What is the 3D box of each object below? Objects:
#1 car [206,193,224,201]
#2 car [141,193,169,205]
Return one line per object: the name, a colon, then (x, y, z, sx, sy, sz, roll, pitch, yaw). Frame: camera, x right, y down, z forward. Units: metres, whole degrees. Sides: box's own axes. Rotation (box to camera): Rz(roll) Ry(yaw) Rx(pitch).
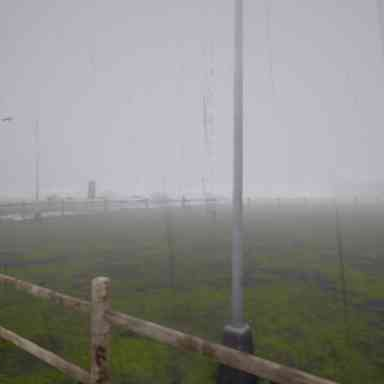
car: (4.391, 0.997, 63.483, 1.812, 1.442, 4.674, 1, 1, 35)
car: (-5.330, 0.926, 48.513, 2.097, 1.767, 4.553, 1, 1, 31)
